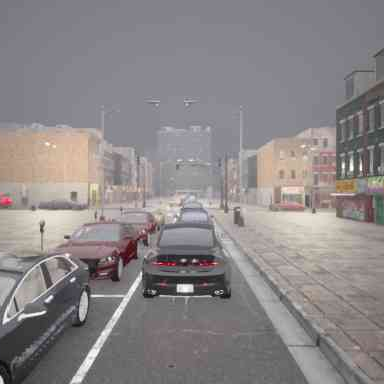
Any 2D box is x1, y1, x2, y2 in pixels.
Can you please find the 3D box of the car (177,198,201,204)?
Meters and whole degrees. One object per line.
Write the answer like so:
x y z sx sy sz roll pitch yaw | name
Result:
0.041 1.502 26.197 1.882 1.535 5.008 0 0 0 | car

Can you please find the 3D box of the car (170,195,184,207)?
-2.599 1.609 52.606 1.752 1.417 4.829 0 0 0 | car

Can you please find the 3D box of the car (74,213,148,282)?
-2.626 1.549 9.830 1.887 1.381 4.507 0 0 0 | car

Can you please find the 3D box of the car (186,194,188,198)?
-2.581 1.699 79.825 1.752 1.417 4.829 0 0 0 | car

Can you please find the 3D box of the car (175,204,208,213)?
0.104 1.536 15.928 1.812 1.442 4.674 0 0 0 | car

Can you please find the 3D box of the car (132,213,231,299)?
-0.071 1.508 8.484 1.837 1.490 4.892 0 0 1 | car

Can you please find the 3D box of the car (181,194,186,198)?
-2.594 1.414 58.220 2.192 1.841 5.009 0 0 0 | car

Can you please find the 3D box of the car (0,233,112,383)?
-2.630 1.552 4.336 2.008 1.369 4.403 0 0 0 | car

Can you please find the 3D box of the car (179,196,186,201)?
-2.573 1.762 90.884 1.887 1.381 4.507 0 0 0 | car

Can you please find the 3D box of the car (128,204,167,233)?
-2.619 1.541 20.648 1.752 1.417 4.829 0 0 0 | car

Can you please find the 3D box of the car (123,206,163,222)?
-2.623 1.554 15.325 1.887 1.381 4.507 0 0 0 | car

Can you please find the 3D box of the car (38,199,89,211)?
-14.627 1.490 37.948 5.357 1.411 2.033 0 0 2 | car

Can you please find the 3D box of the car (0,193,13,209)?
-25.064 1.111 40.821 5.566 2.045 2.150 0 0 0 | car

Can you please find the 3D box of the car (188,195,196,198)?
0.057 1.713 83.450 1.812 1.442 4.674 0 0 0 | car

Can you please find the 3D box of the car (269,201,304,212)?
11.601 1.762 41.001 4.181 1.385 1.994 1 0 1 | car
